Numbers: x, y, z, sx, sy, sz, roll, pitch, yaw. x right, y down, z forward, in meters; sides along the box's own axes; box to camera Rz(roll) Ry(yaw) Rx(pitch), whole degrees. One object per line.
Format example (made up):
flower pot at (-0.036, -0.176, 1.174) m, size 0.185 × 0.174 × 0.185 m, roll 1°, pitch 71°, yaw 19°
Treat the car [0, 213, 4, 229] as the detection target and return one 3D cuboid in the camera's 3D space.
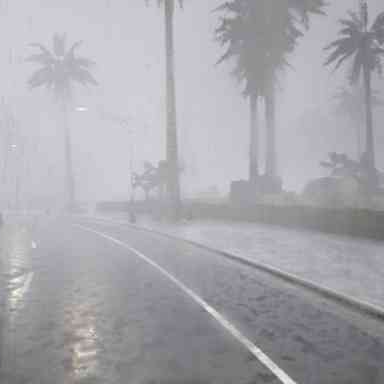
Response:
car at (-15.035, 1.861, 24.176) m, size 1.882 × 1.535 × 5.008 m, roll -2°, pitch 0°, yaw -37°
